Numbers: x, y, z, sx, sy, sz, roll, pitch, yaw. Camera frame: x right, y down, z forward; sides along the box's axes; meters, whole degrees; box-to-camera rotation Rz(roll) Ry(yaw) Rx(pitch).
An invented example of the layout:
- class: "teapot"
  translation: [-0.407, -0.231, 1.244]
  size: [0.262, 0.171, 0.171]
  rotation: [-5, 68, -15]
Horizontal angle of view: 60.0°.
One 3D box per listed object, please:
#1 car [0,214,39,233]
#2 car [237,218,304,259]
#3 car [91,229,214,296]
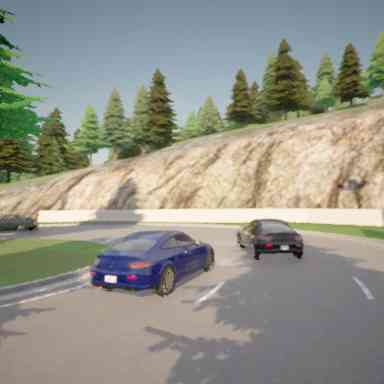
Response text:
- class: "car"
  translation: [-14.265, 2.440, 25.867]
  size: [4.181, 1.385, 1.994]
  rotation: [-1, -1, -3]
- class: "car"
  translation: [3.119, 1.819, 13.815]
  size: [1.812, 1.442, 4.674]
  rotation: [0, -1, -2]
- class: "car"
  translation: [-0.866, 1.778, 9.403]
  size: [1.812, 1.442, 4.674]
  rotation: [-1, -1, 24]
